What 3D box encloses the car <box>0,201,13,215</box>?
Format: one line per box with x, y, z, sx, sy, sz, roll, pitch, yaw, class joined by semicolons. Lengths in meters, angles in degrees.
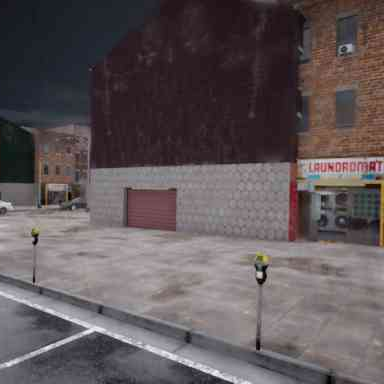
-19.081;1.405;30.690;1.812;1.442;4.674;1;1;34;car

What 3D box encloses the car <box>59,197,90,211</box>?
-13.119;1.347;38.981;1.837;1.490;4.892;1;1;36;car
